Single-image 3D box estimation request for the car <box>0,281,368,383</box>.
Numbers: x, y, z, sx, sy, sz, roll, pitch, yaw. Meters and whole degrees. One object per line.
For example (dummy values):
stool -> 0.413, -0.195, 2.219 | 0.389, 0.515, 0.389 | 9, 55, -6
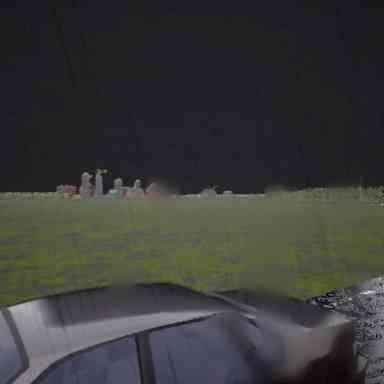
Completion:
car -> -0.783, 1.548, 2.513 | 5.357, 1.411, 2.033 | 0, 0, -35
